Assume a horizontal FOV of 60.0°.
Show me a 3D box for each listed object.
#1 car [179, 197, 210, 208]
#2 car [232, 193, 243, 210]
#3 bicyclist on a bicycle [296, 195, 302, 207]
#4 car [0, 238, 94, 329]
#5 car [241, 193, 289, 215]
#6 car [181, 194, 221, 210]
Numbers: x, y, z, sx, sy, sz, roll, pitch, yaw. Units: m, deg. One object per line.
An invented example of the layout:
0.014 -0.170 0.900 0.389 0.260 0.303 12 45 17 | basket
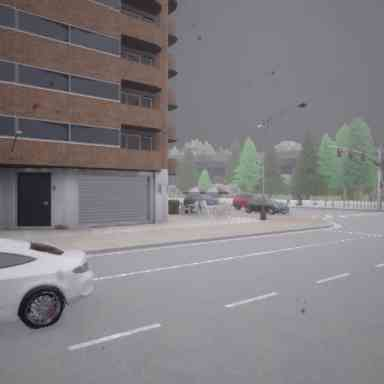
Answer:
0.287 1.479 48.224 1.812 1.442 4.674 0 0 -43 | car
7.230 1.175 39.639 2.150 2.045 5.566 0 0 -36 | car
15.293 1.258 47.285 1.656 1.620 0.582 0 0 -36 | bicyclist on a bicycle
-4.000 1.526 5.416 4.674 1.442 1.812 0 0 -36 | car
7.483 1.305 33.300 2.097 1.767 4.553 0 0 -36 | car
1.260 1.170 41.839 2.150 2.045 5.566 0 1 -37 | car
